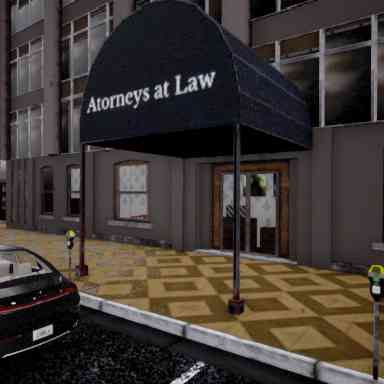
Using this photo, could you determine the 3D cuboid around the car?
[{"bbox_3d":[-3.666,1.550,5.498,4.403,1.369,2.008,0,0,36],"label":"car"}]
